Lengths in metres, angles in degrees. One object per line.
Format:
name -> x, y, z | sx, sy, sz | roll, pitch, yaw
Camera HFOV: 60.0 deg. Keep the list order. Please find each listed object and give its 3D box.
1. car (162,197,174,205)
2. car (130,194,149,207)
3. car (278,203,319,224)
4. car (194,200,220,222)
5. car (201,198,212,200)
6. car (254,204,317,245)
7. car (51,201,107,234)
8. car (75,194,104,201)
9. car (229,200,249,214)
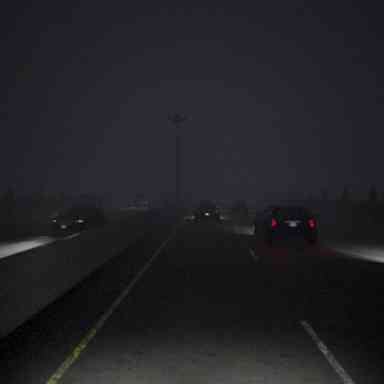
car -> -4.401, 1.630, 61.299 | 1.837, 1.490, 4.892 | 0, 0, 3
car -> -8.293, 1.284, 53.108 | 2.150, 2.045, 5.566 | 0, 0, 3
car -> 8.178, 1.602, 25.849 | 1.994, 1.385, 4.181 | 0, 0, 3
car -> 1.189, 1.583, 26.211 | 1.994, 1.385, 4.181 | 0, 0, 2
car -> 1.926, 1.562, 43.009 | 2.163, 1.488, 4.792 | 0, 0, 3
car -> 4.242, 1.367, 15.779 | 2.097, 1.767, 4.553 | 0, 0, 2
car -> -6.332, 1.480, 19.137 | 2.128, 1.511, 4.902 | 0, 0, 3
car -> -12.400, 1.231, 40.284 | 2.150, 2.045, 5.566 | 0, 0, 3
car -> 5.142, 1.577, 36.487 | 1.812, 1.442, 4.674 | 0, 0, 3
